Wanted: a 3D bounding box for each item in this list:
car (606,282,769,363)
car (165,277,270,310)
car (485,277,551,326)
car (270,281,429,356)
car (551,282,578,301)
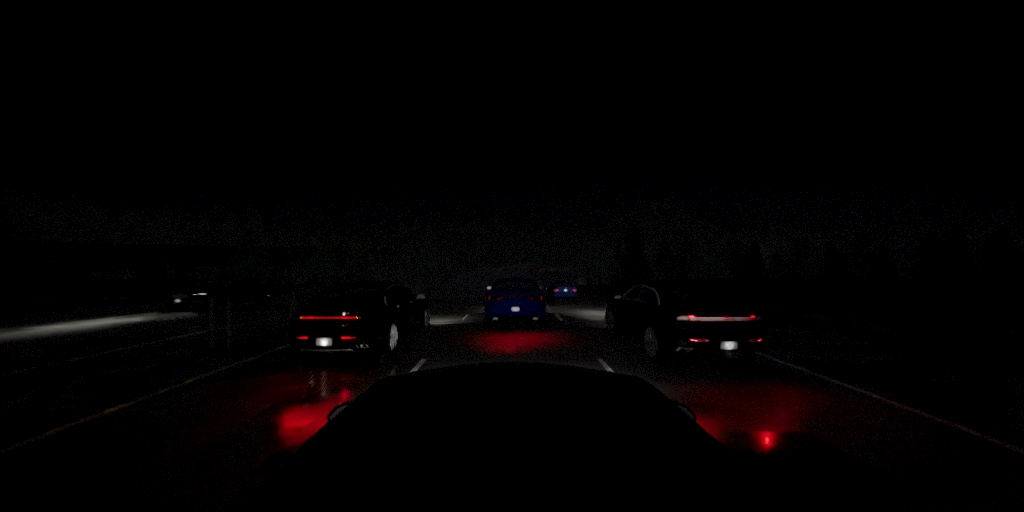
[{"bbox_3d":[3.601,1.340,8.371,2.128,1.511,4.902,0,-2,0],"label":"car"},{"bbox_3d":[-14.081,1.781,17.576,2.128,1.511,4.902,0,-4,0],"label":"car"},{"bbox_3d":[0.103,1.496,12.821,1.882,1.535,5.008,0,-3,0],"label":"car"},{"bbox_3d":[-3.398,1.367,8.911,1.837,1.490,4.892,0,-1,0],"label":"car"},{"bbox_3d":[3.605,2.612,26.603,2.033,1.411,5.357,0,-6,0],"label":"car"}]
